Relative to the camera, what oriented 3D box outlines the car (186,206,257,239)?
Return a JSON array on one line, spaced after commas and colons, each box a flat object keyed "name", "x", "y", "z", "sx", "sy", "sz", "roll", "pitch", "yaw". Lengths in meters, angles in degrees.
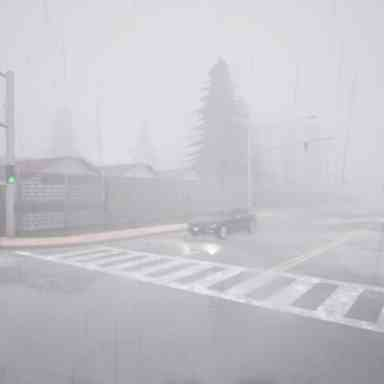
[{"name": "car", "x": 1.679, "y": 1.502, "z": 17.417, "sx": 1.837, "sy": 1.490, "sz": 4.892, "roll": 0, "pitch": 0, "yaw": 38}]
